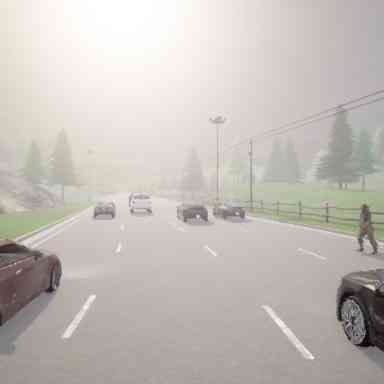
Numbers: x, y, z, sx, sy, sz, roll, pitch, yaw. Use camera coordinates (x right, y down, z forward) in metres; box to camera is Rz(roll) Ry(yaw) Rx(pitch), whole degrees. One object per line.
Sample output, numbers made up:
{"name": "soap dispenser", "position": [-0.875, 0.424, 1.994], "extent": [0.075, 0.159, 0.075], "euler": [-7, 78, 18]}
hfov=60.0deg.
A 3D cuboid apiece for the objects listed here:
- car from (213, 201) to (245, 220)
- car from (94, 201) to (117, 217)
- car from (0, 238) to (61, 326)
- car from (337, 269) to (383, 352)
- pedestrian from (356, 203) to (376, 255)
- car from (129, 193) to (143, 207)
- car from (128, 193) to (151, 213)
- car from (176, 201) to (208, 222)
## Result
{"name": "car", "position": [3.118, 1.523, 28.492], "extent": [1.812, 1.442, 4.674], "euler": [0, 0, -11]}
{"name": "car", "position": [-8.129, 1.544, 31.198], "extent": [2.033, 1.411, 5.357], "euler": [0, 0, -11]}
{"name": "car", "position": [-3.820, 1.525, 5.826], "extent": [1.812, 1.442, 4.674], "euler": [0, 0, -4]}
{"name": "car", "position": [3.320, 1.490, 3.427], "extent": [2.128, 1.511, 4.902], "euler": [0, 0, -3]}
{"name": "pedestrian", "position": [6.145, 1.292, 11.808], "extent": [0.375, 1.860, 0.375], "euler": [0, 0, -8]}
{"name": "car", "position": [-8.980, 1.216, 53.067], "extent": [2.150, 2.045, 5.566], "euler": [0, 0, -11]}
{"name": "car", "position": [-5.731, 1.219, 36.972], "extent": [2.150, 2.045, 5.566], "euler": [0, 0, -11]}
{"name": "car", "position": [-0.051, 1.501, 26.456], "extent": [1.837, 1.490, 4.892], "euler": [0, 0, -11]}
